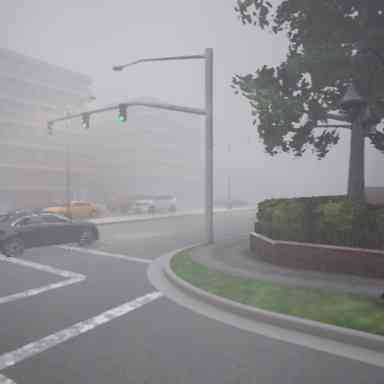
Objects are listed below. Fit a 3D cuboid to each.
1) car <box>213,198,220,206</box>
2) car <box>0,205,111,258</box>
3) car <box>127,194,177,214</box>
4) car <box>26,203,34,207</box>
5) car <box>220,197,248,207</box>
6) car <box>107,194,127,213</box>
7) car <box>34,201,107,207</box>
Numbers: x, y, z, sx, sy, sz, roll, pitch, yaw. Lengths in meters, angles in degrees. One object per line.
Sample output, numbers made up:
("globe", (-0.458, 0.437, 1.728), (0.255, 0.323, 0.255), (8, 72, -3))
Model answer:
("car", (5.307, 1.552, 54.025), (2.033, 1.411, 5.357), (0, 0, 36))
("car", (-5.900, 1.498, 12.945), (2.128, 1.511, 4.902), (0, 0, 36))
("car", (-3.847, 1.226, 35.526), (2.150, 2.045, 5.566), (0, 0, 36))
("car", (-12.965, 1.553, 28.922), (2.033, 1.411, 5.357), (0, 0, 36))
("car", (6.576, 1.605, 49.847), (1.895, 1.301, 4.718), (0, 0, 36))
("car", (-6.928, 1.225, 37.246), (2.150, 2.045, 5.566), (0, 0, 36))
("car", (-9.816, 1.482, 27.304), (1.882, 1.535, 5.008), (0, 0, 36))
